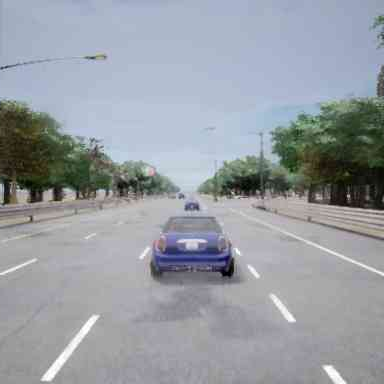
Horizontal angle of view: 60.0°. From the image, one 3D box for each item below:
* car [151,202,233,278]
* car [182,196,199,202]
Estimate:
[{"bbox_3d":[0.003,1.370,10.393,2.097,1.767,4.553,0,0,0],"label":"car"},{"bbox_3d":[0.002,1.597,41.983,1.812,1.442,4.674,0,0,0],"label":"car"}]
